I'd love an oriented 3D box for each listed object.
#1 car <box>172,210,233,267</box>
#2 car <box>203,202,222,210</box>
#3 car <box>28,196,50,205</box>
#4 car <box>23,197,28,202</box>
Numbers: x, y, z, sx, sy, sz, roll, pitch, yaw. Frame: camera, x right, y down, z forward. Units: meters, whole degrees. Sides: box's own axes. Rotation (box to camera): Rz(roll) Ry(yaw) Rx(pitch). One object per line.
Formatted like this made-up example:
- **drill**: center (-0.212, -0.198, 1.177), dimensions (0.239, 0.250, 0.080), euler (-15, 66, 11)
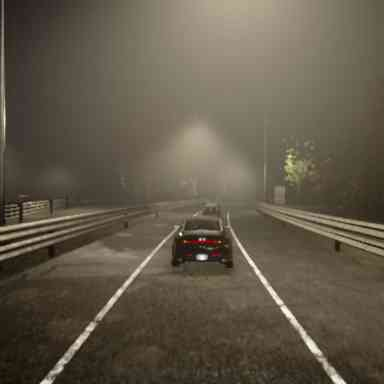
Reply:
- **car**: center (0.376, 1.591, 11.723), dimensions (1.837, 1.490, 4.892), euler (0, 0, 2)
- **car**: center (2.169, 1.787, 35.411), dimensions (2.033, 1.411, 5.357), euler (0, 0, 7)
- **car**: center (-22.300, 1.372, 49.561), dimensions (2.033, 1.411, 5.357), euler (0, 0, -13)
- **car**: center (-27.731, 1.410, 57.879), dimensions (1.895, 1.301, 4.718), euler (0, 0, -12)
